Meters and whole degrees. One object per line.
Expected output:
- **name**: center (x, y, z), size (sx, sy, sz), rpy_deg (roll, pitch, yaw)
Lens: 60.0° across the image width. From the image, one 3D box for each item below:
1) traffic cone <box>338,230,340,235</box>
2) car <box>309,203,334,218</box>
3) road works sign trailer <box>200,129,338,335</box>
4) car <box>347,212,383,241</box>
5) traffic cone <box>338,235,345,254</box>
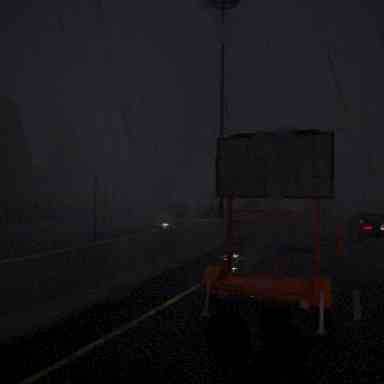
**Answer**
- **traffic cone**: center (6.545, 2.128, 14.825), size (0.340, 0.580, 0.340), rpy_deg (0, 0, 23)
- **car**: center (13.783, 1.922, 35.541), size (1.812, 1.442, 4.674), rpy_deg (1, 0, 9)
- **road works sign trailer**: center (1.732, 0.531, 7.098), size (2.380, 3.560, 2.880), rpy_deg (0, 0, 23)
- **car**: center (9.618, 1.774, 17.796), size (2.033, 1.411, 5.357), rpy_deg (0, 0, 18)
- **traffic cone**: center (5.778, 2.107, 12.979), size (0.340, 0.580, 0.340), rpy_deg (0, 0, 23)
